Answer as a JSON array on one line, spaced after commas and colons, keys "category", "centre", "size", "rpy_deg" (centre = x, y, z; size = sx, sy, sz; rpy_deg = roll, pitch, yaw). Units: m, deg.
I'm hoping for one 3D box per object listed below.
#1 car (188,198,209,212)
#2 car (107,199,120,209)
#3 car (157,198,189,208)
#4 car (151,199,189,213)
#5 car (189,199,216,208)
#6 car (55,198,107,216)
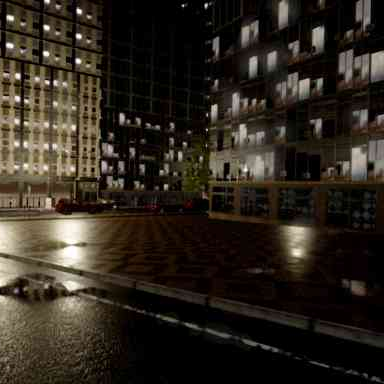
[{"category": "car", "centre": [1.525, 1.781, 46.419], "size": [5.009, 1.841, 2.192], "rpy_deg": [1, 1, -34]}, {"category": "car", "centre": [-12.284, 1.720, 46.546], "size": [4.403, 1.369, 2.008], "rpy_deg": [1, 1, -34]}, {"category": "car", "centre": [-3.057, 1.785, 52.837], "size": [4.829, 1.417, 1.752], "rpy_deg": [1, 1, -34]}, {"category": "car", "centre": [-3.164, 1.965, 43.229], "size": [4.507, 1.381, 1.887], "rpy_deg": [1, 1, -34]}, {"category": "car", "centre": [1.767, 1.872, 56.127], "size": [4.313, 1.339, 1.947], "rpy_deg": [1, 1, -34]}, {"category": "car", "centre": [-12.526, 1.645, 36.838], "size": [5.009, 1.841, 2.192], "rpy_deg": [1, 1, -34]}]
